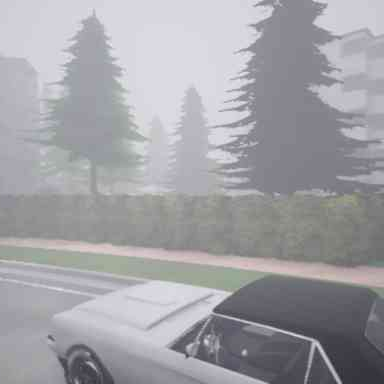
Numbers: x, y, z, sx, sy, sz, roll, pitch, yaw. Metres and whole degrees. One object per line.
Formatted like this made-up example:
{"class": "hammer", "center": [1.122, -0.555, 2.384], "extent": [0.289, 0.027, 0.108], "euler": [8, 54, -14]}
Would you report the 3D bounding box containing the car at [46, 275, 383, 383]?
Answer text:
{"class": "car", "center": [0.670, 1.572, 3.291], "extent": [4.718, 1.301, 1.895], "euler": [0, 0, 34]}
